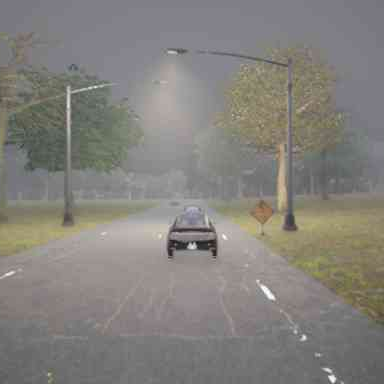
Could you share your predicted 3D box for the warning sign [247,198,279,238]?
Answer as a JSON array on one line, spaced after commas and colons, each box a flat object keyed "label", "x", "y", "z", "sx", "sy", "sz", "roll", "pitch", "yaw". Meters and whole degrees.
[{"label": "warning sign", "x": 3.525, "y": 1.290, "z": 16.699, "sx": 1.300, "sy": 1.860, "sz": 1.060, "roll": -2, "pitch": -3, "yaw": 0}]

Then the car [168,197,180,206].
[{"label": "car", "x": -3.476, "y": 1.842, "z": 65.232, "sx": 2.097, "sy": 1.767, "sz": 4.553, "roll": 0, "pitch": 0, "yaw": 1}]

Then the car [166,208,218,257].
[{"label": "car", "x": 0.026, "y": 1.636, "z": 13.514, "sx": 2.128, "sy": 1.511, "sz": 4.902, "roll": 0, "pitch": 0, "yaw": 0}]

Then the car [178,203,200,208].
[{"label": "car", "x": 0.037, "y": 1.845, "z": 28.500, "sx": 1.994, "sy": 1.385, "sz": 4.181, "roll": 0, "pitch": 0, "yaw": 0}]
